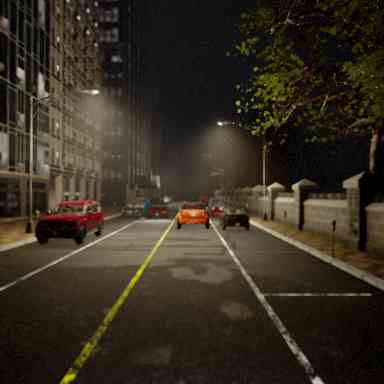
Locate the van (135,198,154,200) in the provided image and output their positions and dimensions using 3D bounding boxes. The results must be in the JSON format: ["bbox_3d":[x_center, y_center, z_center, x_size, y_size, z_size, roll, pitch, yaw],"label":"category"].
[{"bbox_3d":[-5.833,1.551,38.793,1.690,1.788,3.998,0,0,0],"label":"van"}]

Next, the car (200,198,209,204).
[{"bbox_3d":[2.687,1.929,71.889,1.802,1.307,4.206,0,0,0],"label":"car"}]

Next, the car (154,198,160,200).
[{"bbox_3d":[-5.835,1.802,44.353,1.947,1.339,4.313,0,0,0],"label":"car"}]

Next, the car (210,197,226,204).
[{"bbox_3d":[2.692,1.621,32.969,1.967,1.590,4.097,0,0,0],"label":"car"}]

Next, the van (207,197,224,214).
[{"bbox_3d":[2.692,1.549,38.529,1.690,1.788,3.998,0,0,0],"label":"van"}]

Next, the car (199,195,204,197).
[{"bbox_3d":[0.094,1.572,41.047,2.097,1.767,4.553,0,0,0],"label":"car"}]

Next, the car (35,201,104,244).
[{"bbox_3d":[-5.831,1.409,16.551,2.192,1.841,5.009,0,0,0],"label":"car"}]

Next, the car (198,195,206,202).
[{"bbox_3d":[2.927,1.731,93.574,2.192,1.841,5.009,1,0,2],"label":"car"}]

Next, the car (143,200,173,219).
[{"bbox_3d":[-3.005,1.733,30.534,1.994,1.385,4.181,0,0,0],"label":"car"}]

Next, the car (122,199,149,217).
[{"bbox_3d":[-5.834,1.733,33.231,2.008,1.369,4.403,0,0,0],"label":"car"}]

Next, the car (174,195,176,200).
[{"bbox_3d":[-5.664,1.953,83.257,1.947,1.339,4.313,1,0,1],"label":"car"}]

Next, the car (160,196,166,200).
[{"bbox_3d":[-5.836,1.724,55.475,1.967,1.590,4.097,0,0,0],"label":"car"}]

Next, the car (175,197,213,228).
[{"bbox_3d":[0.097,1.483,23.364,2.097,1.767,4.553,0,0,0],"label":"car"}]

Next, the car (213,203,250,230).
[{"bbox_3d":[2.692,1.673,21.848,2.008,1.369,4.403,0,0,0],"label":"car"}]

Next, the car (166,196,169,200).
[{"bbox_3d":[-5.837,1.873,61.034,1.947,1.339,4.313,0,0,0],"label":"car"}]

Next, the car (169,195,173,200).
[{"bbox_3d":[-5.702,1.873,71.985,1.752,1.417,4.829,0,0,0],"label":"car"}]
